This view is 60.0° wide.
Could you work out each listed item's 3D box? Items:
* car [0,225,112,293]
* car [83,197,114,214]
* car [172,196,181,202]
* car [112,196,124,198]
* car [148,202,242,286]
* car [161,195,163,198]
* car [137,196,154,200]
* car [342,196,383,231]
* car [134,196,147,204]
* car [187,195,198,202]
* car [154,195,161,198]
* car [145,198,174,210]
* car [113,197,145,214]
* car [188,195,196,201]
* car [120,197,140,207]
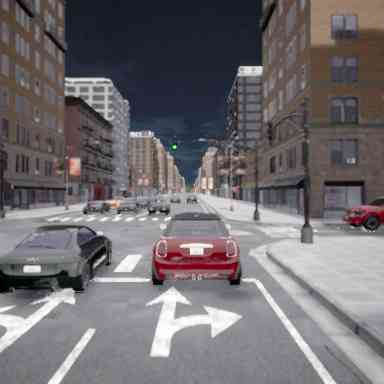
[{"bbox_3d":[-3.410,1.557,8.867,1.994,1.385,4.181,0,0,-3],"label":"car"},{"bbox_3d":[-9.841,1.537,34.643,1.994,1.385,4.181,0,0,0],"label":"car"},{"bbox_3d":[-3.234,1.506,64.210,1.994,1.385,4.181,0,0,0],"label":"car"},{"bbox_3d":[-9.824,1.316,43.243,2.097,1.767,4.553,0,0,0],"label":"car"},{"bbox_3d":[0.104,1.345,9.548,2.097,1.767,4.553,0,0,0],"label":"car"},{"bbox_3d":[-6.484,1.296,62.607,2.097,1.767,4.553,0,0,0],"label":"car"},{"bbox_3d":[-6.570,1.528,43.661,1.994,1.385,4.181,0,0,0],"label":"car"},{"bbox_3d":[12.271,1.245,20.430,5.566,2.045,2.150,0,0,0],"label":"car"},{"bbox_3d":[-9.734,1.469,62.994,1.812,1.442,4.674,0,0,0],"label":"car"},{"bbox_3d":[0.016,1.294,64.179,2.097,1.767,4.553,0,0,0],"label":"car"},{"bbox_3d":[-6.517,1.460,52.458,1.837,1.490,4.892,0,0,1],"label":"car"},{"bbox_3d":[-3.141,1.575,32.830,1.895,1.301,4.718,0,0,0],"label":"car"},{"bbox_3d":[-6.586,1.536,35.262,1.994,1.385,4.181,0,0,0],"label":"car"},{"bbox_3d":[0.018,1.327,74.212,1.812,1.442,4.674,0,0,0],"label":"car"},{"bbox_3d":[-9.759,1.502,52.740,2.033,1.411,5.357,0,0,1],"label":"car"}]
